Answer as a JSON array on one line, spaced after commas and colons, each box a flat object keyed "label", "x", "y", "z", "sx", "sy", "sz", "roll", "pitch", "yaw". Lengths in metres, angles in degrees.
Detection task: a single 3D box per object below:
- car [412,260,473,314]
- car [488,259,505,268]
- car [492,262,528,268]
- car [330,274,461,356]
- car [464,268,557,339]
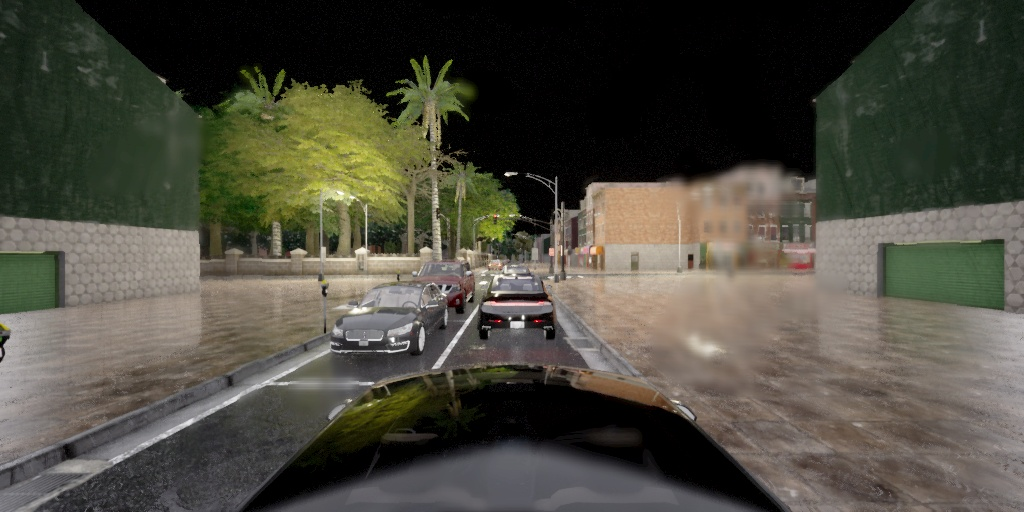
[{"label": "car", "x": -2.587, "y": 1.069, "z": 13.979, "sx": 2.192, "sy": 1.841, "sz": 5.009, "roll": 0, "pitch": 0, "yaw": 0}, {"label": "car", "x": -2.420, "y": 1.295, "z": 52.125, "sx": 1.967, "sy": 1.591, "sz": 4.097, "roll": 0, "pitch": 0, "yaw": 0}, {"label": "car", "x": 0.179, "y": 1.252, "z": 19.406, "sx": 2.128, "sy": 1.511, "sz": 4.902, "roll": 0, "pitch": 0, "yaw": -2}, {"label": "car", "x": -2.611, "y": 1.301, "z": 8.516, "sx": 2.007, "sy": 1.370, "sz": 4.403, "roll": 0, "pitch": 0, "yaw": 0}, {"label": "car", "x": 0.130, "y": 1.243, "z": 10.017, "sx": 2.128, "sy": 1.511, "sz": 4.902, "roll": 0, "pitch": 0, "yaw": 0}]
